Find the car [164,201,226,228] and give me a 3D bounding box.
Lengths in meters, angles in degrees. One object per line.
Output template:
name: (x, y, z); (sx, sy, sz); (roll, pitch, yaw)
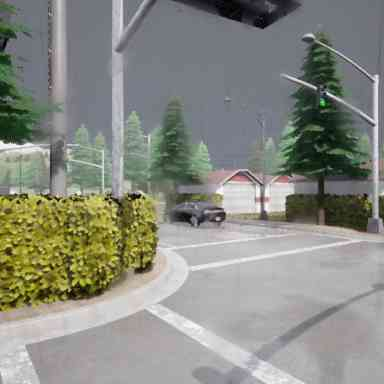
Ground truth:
car: (0.049, 1.321, 20.676); (2.128, 1.511, 4.902); (-1, 0, -36)
